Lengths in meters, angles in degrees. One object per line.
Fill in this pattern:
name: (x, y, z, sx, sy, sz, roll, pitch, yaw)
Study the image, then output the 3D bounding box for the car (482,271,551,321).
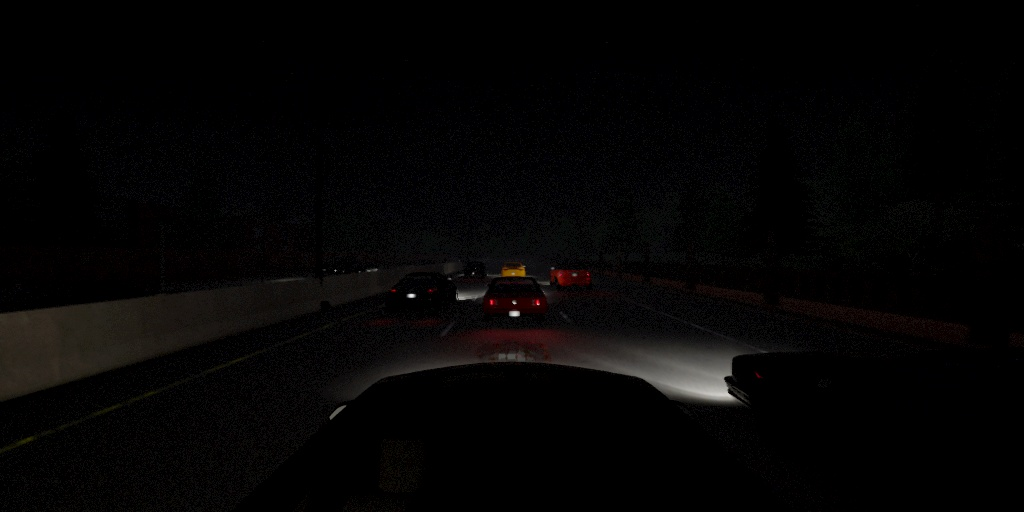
car: (0.082, 1.351, 12.420, 1.895, 1.301, 4.718, 0, 0, 0)

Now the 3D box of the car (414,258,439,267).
car: (-10.589, 1.255, 43.573, 1.837, 1.490, 4.892, 0, 1, 0)

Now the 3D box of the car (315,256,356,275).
car: (-17.597, 0.975, 36.435, 2.150, 2.045, 5.566, 0, 0, 0)

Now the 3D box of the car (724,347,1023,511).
car: (3.599, 1.297, 2.048, 2.033, 1.411, 5.357, 0, 0, 0)

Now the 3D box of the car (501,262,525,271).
car: (0.097, 1.229, 30.274, 1.882, 1.535, 5.008, 0, 0, 0)

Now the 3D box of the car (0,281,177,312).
car: (-10.599, 1.298, 8.107, 2.033, 1.411, 5.357, 0, 0, 0)

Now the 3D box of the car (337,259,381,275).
car: (-14.101, 1.299, 34.014, 2.033, 1.411, 5.357, 0, 0, 0)

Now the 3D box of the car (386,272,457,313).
car: (-3.401, 1.315, 14.126, 1.994, 1.385, 4.181, 0, 0, 0)

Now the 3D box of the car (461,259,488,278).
car: (-3.402, 1.256, 33.922, 1.837, 1.490, 4.892, 0, 0, 0)

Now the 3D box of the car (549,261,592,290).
car: (3.598, 1.103, 22.701, 2.097, 1.767, 4.553, 0, 0, 0)
